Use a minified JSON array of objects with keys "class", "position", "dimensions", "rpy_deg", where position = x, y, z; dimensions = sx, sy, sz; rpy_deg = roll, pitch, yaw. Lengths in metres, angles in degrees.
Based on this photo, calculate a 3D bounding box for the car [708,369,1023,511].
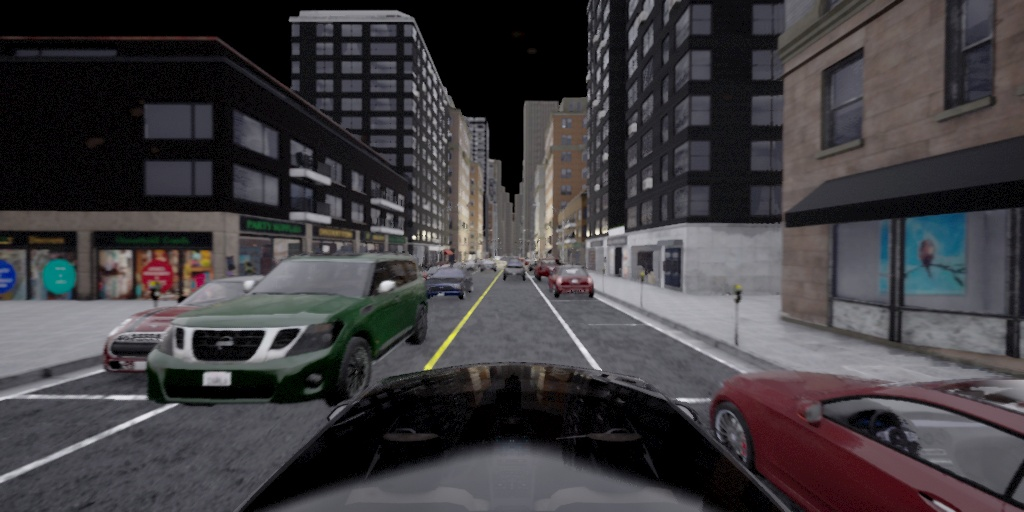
[{"class":"car","position":[2.844,1.346,1.960],"dimensions":[1.802,1.307,4.207],"rpy_deg":[0,0,0]}]

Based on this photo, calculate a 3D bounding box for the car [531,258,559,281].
[{"class":"car","position":[2.983,1.054,29.606],"dimensions":[2.192,1.841,5.009],"rpy_deg":[0,0,0]}]

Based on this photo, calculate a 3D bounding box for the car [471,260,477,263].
[{"class":"car","position":[-5.460,1.236,46.222],"dimensions":[2.007,1.370,4.403],"rpy_deg":[0,0,0]}]

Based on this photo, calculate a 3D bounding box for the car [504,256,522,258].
[{"class":"car","position":[0.312,1.063,48.871],"dimensions":[2.097,1.767,4.553],"rpy_deg":[0,0,0]}]

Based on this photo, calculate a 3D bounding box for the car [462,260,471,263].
[{"class":"car","position":[-5.515,1.260,35.161],"dimensions":[1.948,1.339,4.313],"rpy_deg":[0,0,0]}]

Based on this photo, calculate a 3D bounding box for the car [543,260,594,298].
[{"class":"car","position":[2.927,1.188,18.548],"dimensions":[1.967,1.591,4.097],"rpy_deg":[0,0,0]}]

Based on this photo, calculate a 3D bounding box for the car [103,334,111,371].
[{"class":"car","position":[-5.653,1.156,7.508],"dimensions":[1.967,1.591,4.097],"rpy_deg":[0,0,0]}]

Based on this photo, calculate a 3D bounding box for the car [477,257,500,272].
[{"class":"car","position":[-2.801,1.229,44.072],"dimensions":[1.812,1.442,4.674],"rpy_deg":[0,0,0]}]

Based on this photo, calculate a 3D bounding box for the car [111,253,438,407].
[{"class":"car","position":[-3.084,0.954,6.537],"dimensions":[2.150,2.045,5.566],"rpy_deg":[0,0,0]}]

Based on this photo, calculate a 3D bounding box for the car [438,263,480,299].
[{"class":"car","position":[-3.020,1.267,18.010],"dimensions":[2.033,1.411,5.357],"rpy_deg":[0,0,0]}]

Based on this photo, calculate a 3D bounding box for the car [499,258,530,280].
[{"class":"car","position":[0.207,1.218,30.701],"dimensions":[2.128,1.511,4.902],"rpy_deg":[0,0,1]}]
